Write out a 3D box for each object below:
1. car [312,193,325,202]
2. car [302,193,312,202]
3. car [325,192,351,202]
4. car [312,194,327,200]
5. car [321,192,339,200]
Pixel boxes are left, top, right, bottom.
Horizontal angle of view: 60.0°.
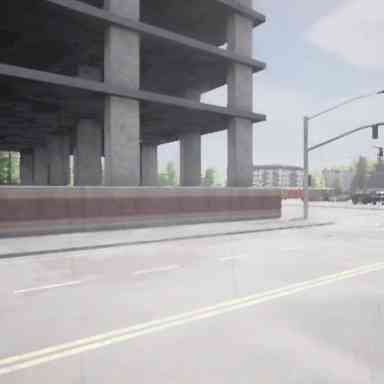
[{"bbox_3d":[26.318,1.254,66.183,3.905,1.438,1.784,0,0,-35],"label":"car"},{"bbox_3d":[24.725,1.044,68.343,4.605,1.855,1.932,0,0,-35],"label":"car"},{"bbox_3d":[27.991,1.286,63.821,3.806,1.475,1.970,0,0,-35],"label":"car"},{"bbox_3d":[32.184,1.227,83.980,3.905,1.438,1.784,0,0,-35],"label":"car"},{"bbox_3d":[33.806,1.016,81.580,4.605,1.855,1.932,0,0,-35],"label":"car"}]
